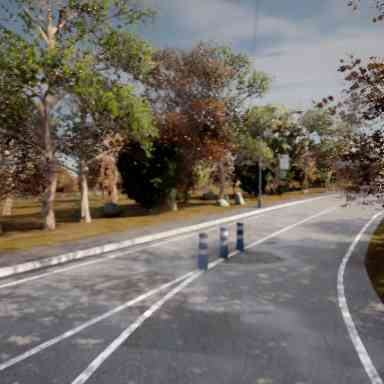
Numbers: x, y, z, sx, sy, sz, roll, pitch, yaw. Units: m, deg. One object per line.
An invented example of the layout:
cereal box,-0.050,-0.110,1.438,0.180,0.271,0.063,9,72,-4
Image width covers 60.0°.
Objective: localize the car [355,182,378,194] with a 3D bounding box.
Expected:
car,22.611,-0.740,43.003,2.097,1.767,4.553,-1,3,41
